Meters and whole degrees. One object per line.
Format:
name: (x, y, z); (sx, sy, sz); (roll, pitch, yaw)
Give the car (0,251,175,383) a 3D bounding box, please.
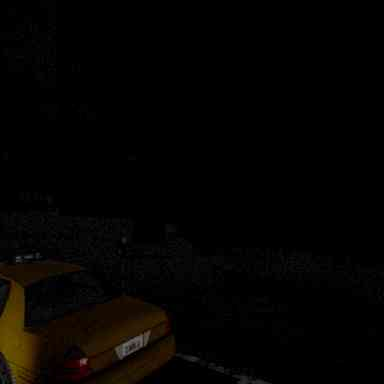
car: (-2.477, 1.525, 4.726); (4.829, 1.417, 1.752); (0, 0, 35)
